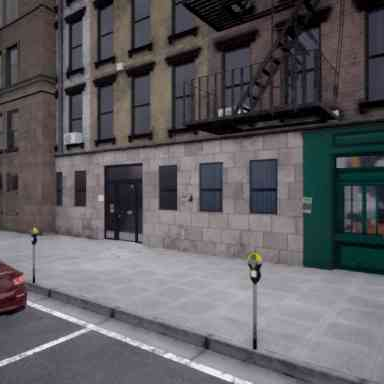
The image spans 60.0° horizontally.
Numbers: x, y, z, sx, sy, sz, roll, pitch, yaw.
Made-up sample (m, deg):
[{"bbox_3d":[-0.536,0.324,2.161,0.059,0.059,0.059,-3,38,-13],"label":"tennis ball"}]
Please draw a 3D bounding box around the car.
[{"bbox_3d":[-4.691,1.581,6.192,4.206,1.307,1.802,0,0,36],"label":"car"}]
